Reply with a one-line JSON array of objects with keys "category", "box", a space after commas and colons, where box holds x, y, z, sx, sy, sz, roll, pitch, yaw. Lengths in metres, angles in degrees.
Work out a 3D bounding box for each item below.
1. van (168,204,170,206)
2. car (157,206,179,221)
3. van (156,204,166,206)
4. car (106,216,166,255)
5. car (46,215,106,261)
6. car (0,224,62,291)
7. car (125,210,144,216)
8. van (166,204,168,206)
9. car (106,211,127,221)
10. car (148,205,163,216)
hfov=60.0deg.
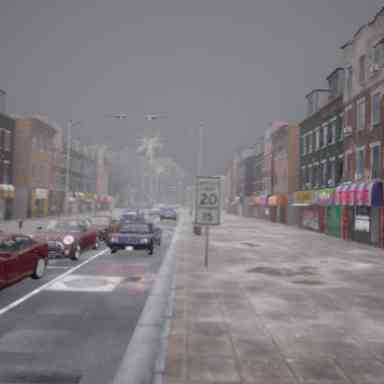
[{"category": "van", "box": [-6.026, 3.397, 68.066, 1.690, 1.788, 3.998, 2, -2, -1]}, {"category": "car", "box": [-2.899, 2.836, 41.901, 1.994, 1.385, 4.181, 2, -2, -1]}, {"category": "van", "box": [-5.845, 3.036, 57.145, 1.690, 1.788, 3.998, 2, -2, -1]}, {"category": "car", "box": [-2.507, 2.044, 15.610, 1.895, 1.301, 4.718, 2, -2, 0]}, {"category": "car", "box": [-5.127, 1.739, 13.458, 1.967, 1.590, 4.097, 2, -2, -1]}, {"category": "car", "box": [-5.037, 1.672, 7.994, 1.887, 1.381, 4.507, 2, -2, -1]}, {"category": "car", "box": [-5.527, 2.363, 30.722, 1.812, 1.442, 4.674, 2, -2, -1]}, {"category": "van", "box": [-5.935, 3.217, 62.606, 1.690, 1.788, 3.998, 2, -2, -1]}, {"category": "car", "box": [-5.220, 2.015, 18.916, 1.887, 1.381, 4.507, 2, -2, -1]}, {"category": "car", "box": [-5.762, 3.096, 51.676, 1.802, 1.307, 4.206, 2, -2, -1]}]
